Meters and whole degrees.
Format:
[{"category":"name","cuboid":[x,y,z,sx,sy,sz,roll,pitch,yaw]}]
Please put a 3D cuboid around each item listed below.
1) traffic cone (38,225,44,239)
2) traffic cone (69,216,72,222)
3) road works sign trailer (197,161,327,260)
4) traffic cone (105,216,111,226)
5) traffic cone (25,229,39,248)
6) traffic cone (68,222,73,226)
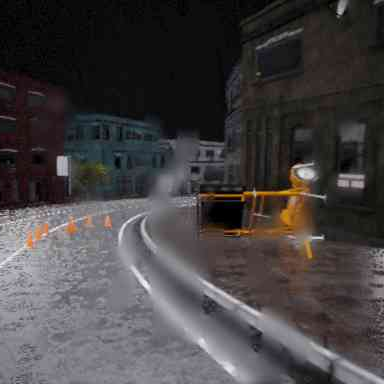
[{"category":"traffic cone","cuboid":[-6.572,1.725,14.316,0.340,0.580,0.340,0,1,-16]},{"category":"traffic cone","cuboid":[-6.722,1.647,18.429,0.340,0.580,0.340,0,1,-16]},{"category":"road works sign trailer","cuboid":[1.967,0.809,10.126,3.560,2.380,2.880,0,45,2]},{"category":"traffic cone","cuboid":[-4.807,1.645,18.987,0.340,0.580,0.340,0,1,-16]},{"category":"traffic cone","cuboid":[-6.018,1.760,12.395,0.340,0.580,0.340,-1,1,-16]},{"category":"traffic cone","cuboid":[-6.055,1.804,16.303,0.580,0.340,0.340,1,2,44]}]
